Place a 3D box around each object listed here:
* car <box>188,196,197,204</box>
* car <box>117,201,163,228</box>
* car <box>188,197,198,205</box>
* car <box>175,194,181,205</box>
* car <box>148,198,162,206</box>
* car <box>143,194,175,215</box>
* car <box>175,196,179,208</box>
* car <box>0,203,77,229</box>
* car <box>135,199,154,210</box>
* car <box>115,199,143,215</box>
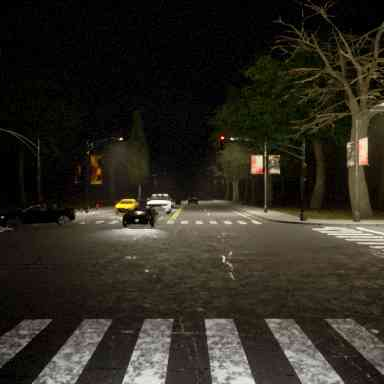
[{"bbox_3d":[0.135,1.741,72.650,1.882,1.535,5.008,0,0,0],"label":"car"},{"bbox_3d":[-3.320,1.547,22.056,1.994,1.385,4.181,0,0,0],"label":"car"},{"bbox_3d":[0.174,1.674,62.283,2.128,1.511,4.902,0,0,0],"label":"car"},{"bbox_3d":[-3.229,1.394,61.315,2.150,2.045,5.566,0,0,1],"label":"car"},{"bbox_3d":[-6.497,1.759,59.265,1.895,1.301,4.718,0,0,0],"label":"car"},{"bbox_3d":[-3.305,1.244,34.346,2.150,2.045,5.566,0,0,0],"label":"car"},{"bbox_3d":[-3.290,1.671,46.766,1.895,1.301,4.718,0,0,0],"label":"car"},{"bbox_3d":[-9.872,1.454,21.135,4.902,1.511,2.128,1,0,-41],"label":"car"},{"bbox_3d":[-6.534,1.630,45.971,1.994,1.385,4.181,0,0,1],"label":"car"},{"bbox_3d":[-6.557,1.500,34.191,1.882,1.535,5.008,0,0,0],"label":"car"}]
